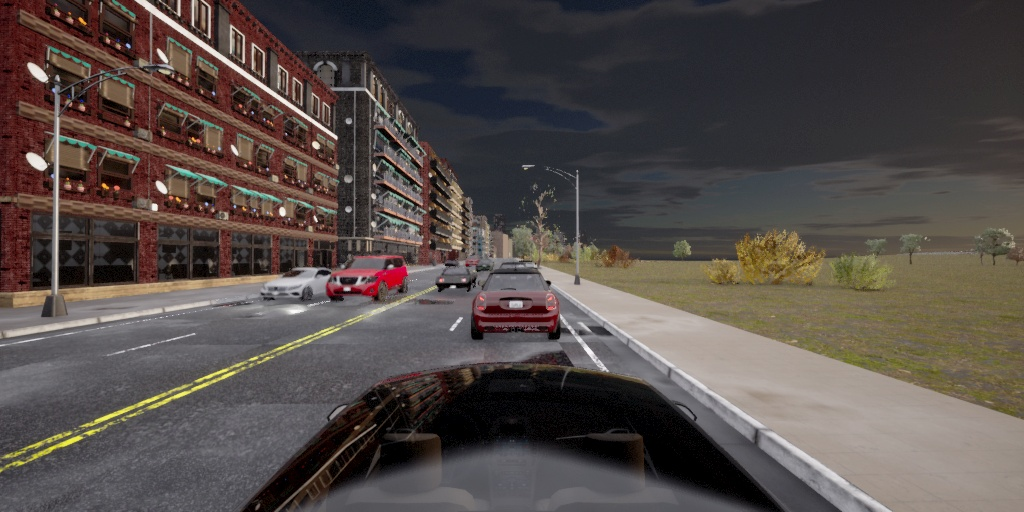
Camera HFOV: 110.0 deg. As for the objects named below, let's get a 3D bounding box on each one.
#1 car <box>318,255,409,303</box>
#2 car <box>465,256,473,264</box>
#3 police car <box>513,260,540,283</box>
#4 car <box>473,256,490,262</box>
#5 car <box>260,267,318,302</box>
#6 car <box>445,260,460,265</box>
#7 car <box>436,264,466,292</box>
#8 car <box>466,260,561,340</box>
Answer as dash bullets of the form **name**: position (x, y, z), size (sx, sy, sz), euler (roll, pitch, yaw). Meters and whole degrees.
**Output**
- **car**: position (-6.625, 0.974, 17.166), size (2.150, 2.045, 5.566), euler (0, 0, 0)
- **car**: position (-6.658, 0.976, 60.956), size (2.150, 2.045, 5.566), euler (0, 0, 0)
- **police car**: position (1.098, 1.179, 29.419), size (1.930, 1.638, 5.238), euler (0, 0, 0)
- **car**: position (-3.212, 1.109, 43.933), size (2.097, 1.767, 4.553), euler (0, 0, 0)
- **car**: position (-9.873, 1.278, 17.296), size (1.812, 1.442, 4.674), euler (0, 0, 0)
- **car**: position (-9.911, 1.352, 59.509), size (1.895, 1.301, 4.718), euler (0, 0, 0)
- **car**: position (-3.180, 1.354, 21.505), size (1.895, 1.301, 4.718), euler (0, 0, 0)
- **car**: position (0.080, 1.103, 10.151), size (2.097, 1.767, 4.553), euler (0, 0, 0)
